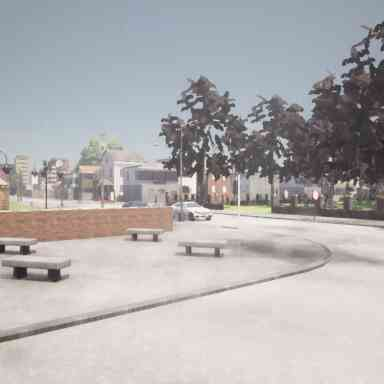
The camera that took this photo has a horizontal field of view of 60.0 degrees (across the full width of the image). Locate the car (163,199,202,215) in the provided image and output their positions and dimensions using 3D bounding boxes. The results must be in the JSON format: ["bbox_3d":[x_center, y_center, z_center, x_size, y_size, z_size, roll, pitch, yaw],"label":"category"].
[{"bbox_3d":[-1.092,1.505,35.627,1.837,1.490,4.892,0,0,-36],"label":"car"}]

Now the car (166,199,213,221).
[{"bbox_3d":[-0.267,1.526,27.279,1.812,1.442,4.674,0,0,-36],"label":"car"}]

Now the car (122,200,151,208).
[{"bbox_3d":[-5.865,1.564,35.164,1.994,1.385,4.181,0,0,-35],"label":"car"}]
